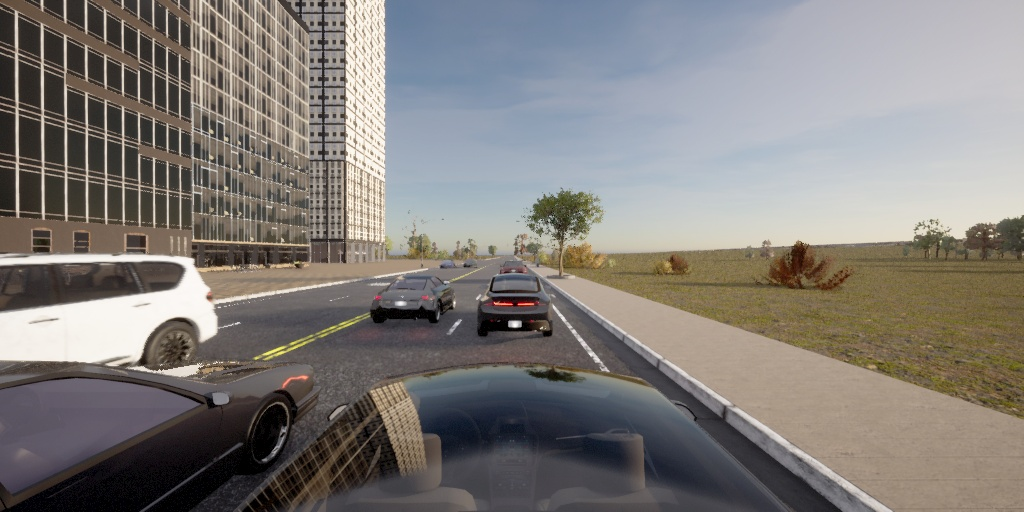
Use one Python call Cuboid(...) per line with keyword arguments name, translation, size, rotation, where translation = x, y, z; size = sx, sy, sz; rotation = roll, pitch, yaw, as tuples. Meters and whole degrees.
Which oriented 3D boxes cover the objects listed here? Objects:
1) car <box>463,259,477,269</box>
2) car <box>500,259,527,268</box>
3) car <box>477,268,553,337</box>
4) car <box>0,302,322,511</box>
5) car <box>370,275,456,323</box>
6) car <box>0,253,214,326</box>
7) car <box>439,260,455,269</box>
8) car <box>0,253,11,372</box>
Cuboid(name="car", translation=(-6.523, 1.250, 56.272), size=(1.837, 1.490, 4.892), rotation=(0, 0, 1))
Cuboid(name="car", translation=(0.113, 1.100, 28.348), size=(2.097, 1.767, 4.553), rotation=(0, 0, 0))
Cuboid(name="car", translation=(0.100, 1.254, 10.330), size=(1.837, 1.490, 4.892), rotation=(0, 0, 1))
Cuboid(name="car", translation=(-3.148, 1.297, 1.720), size=(2.033, 1.411, 5.357), rotation=(0, 0, 0))
Cuboid(name="car", translation=(-3.143, 1.313, 12.128), size=(1.994, 1.385, 4.181), rotation=(0, 0, 0))
Cuboid(name="car", translation=(-6.597, 0.971, 4.372), size=(2.150, 2.045, 5.566), rotation=(0, 0, 0))
Cuboid(name="car", translation=(-9.784, 1.269, 54.667), size=(1.812, 1.442, 4.674), rotation=(0, 0, 0))
Cuboid(name="car", translation=(-9.848, 0.971, 3.493), size=(2.150, 2.045, 5.566), rotation=(0, 0, 0))
